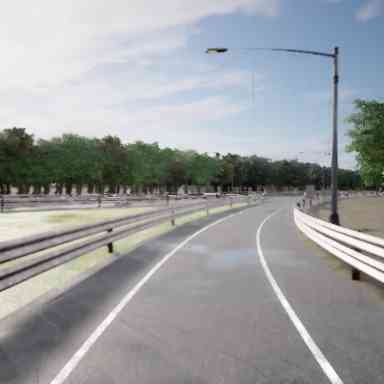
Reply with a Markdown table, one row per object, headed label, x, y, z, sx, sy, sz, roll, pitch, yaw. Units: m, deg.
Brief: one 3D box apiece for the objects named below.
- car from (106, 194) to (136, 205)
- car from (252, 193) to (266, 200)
| label | x | y | z | sx | sy | sz | roll | pitch | yaw |
| --- | --- | --- | --- | --- | --- | --- | --- | --- | --- |
| car | -10.471 | 1.099 | 49.313 | 4.674 | 1.442 | 1.812 | 0 | 1 | -43 |
| car | 13.978 | 0.956 | 72.523 | 5.357 | 1.411 | 2.033 | 0 | 1 | -45 |
